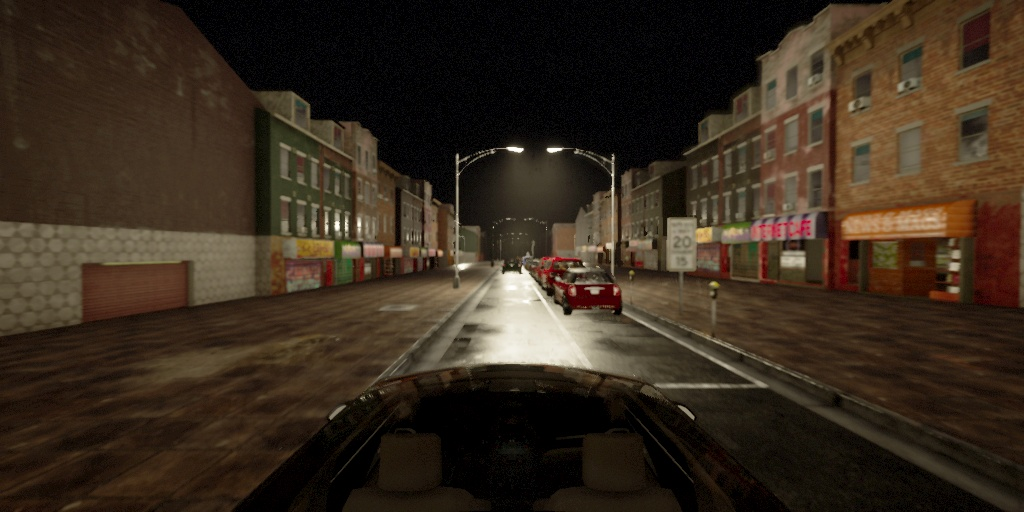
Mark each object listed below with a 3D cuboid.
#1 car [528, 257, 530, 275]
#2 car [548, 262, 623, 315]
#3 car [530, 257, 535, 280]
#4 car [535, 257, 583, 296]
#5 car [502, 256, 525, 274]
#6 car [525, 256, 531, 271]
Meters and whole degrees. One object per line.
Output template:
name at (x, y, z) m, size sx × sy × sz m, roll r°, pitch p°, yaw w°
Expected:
car at (2.627, 1.102, 29.530) m, size 1.967 × 1.591 × 4.097 m, roll 0°, pitch 0°, yaw 0°
car at (2.633, 1.154, 13.324) m, size 1.967 × 1.591 × 4.097 m, roll 0°, pitch 0°, yaw 0°
car at (2.629, 0.993, 24.128) m, size 2.192 × 1.841 × 5.009 m, roll 0°, pitch 0°, yaw 0°
car at (2.631, 1.010, 18.726) m, size 2.192 × 1.841 × 5.009 m, roll 0°, pitch 0°, yaw 0°
car at (-0.012, 0.985, 38.369) m, size 2.097 × 1.767 × 4.553 m, roll 0°, pitch 0°, yaw 0°
car at (2.624, 1.088, 34.932) m, size 1.967 × 1.591 × 4.097 m, roll 0°, pitch 0°, yaw 0°
